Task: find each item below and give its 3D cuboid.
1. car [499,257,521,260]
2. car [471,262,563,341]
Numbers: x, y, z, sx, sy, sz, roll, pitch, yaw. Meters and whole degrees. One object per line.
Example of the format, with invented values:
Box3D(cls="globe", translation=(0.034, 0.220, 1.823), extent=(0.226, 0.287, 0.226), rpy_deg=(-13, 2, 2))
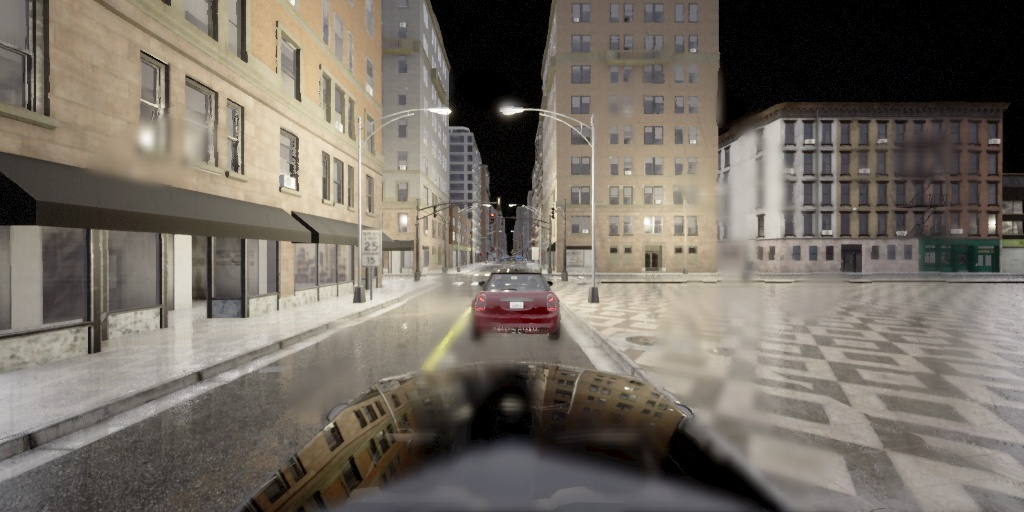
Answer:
Box3D(cls="car", translation=(0.056, 1.101, 19.832), extent=(2.097, 1.767, 4.553), rpy_deg=(0, 0, -1))
Box3D(cls="car", translation=(0.105, 1.101, 10.015), extent=(2.097, 1.767, 4.553), rpy_deg=(0, 0, 0))
